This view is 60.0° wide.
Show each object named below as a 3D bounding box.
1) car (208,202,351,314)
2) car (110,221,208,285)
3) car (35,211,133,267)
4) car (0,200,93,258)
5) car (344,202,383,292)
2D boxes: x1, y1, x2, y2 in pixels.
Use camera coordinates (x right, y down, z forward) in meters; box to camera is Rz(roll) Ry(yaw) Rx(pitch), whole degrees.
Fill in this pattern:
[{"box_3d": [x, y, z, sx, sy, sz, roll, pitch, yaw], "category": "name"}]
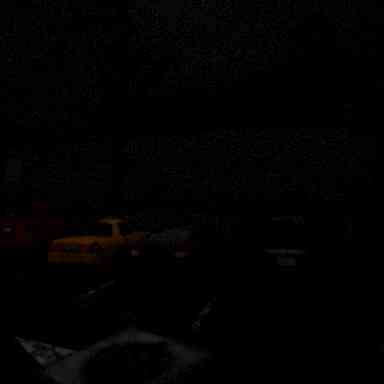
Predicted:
[{"box_3d": [2.224, 1.260, 7.933, 2.435, 2.045, 5.566, -1, -1, 15], "category": "car"}, {"box_3d": [-0.238, 1.578, 9.634, 2.002, 1.452, 4.674, -1, -1, 15], "category": "car"}, {"box_3d": [-2.642, 1.565, 11.550, 1.946, 1.575, 5.366, -1, -1, 15], "category": "car"}, {"box_3d": [-5.139, 1.342, 13.130, 2.435, 2.045, 5.566, -1, -1, 15], "category": "car"}, {"box_3d": [4.669, 1.232, 6.131, 2.435, 2.045, 5.566, 0, -1, 15], "category": "car"}]
